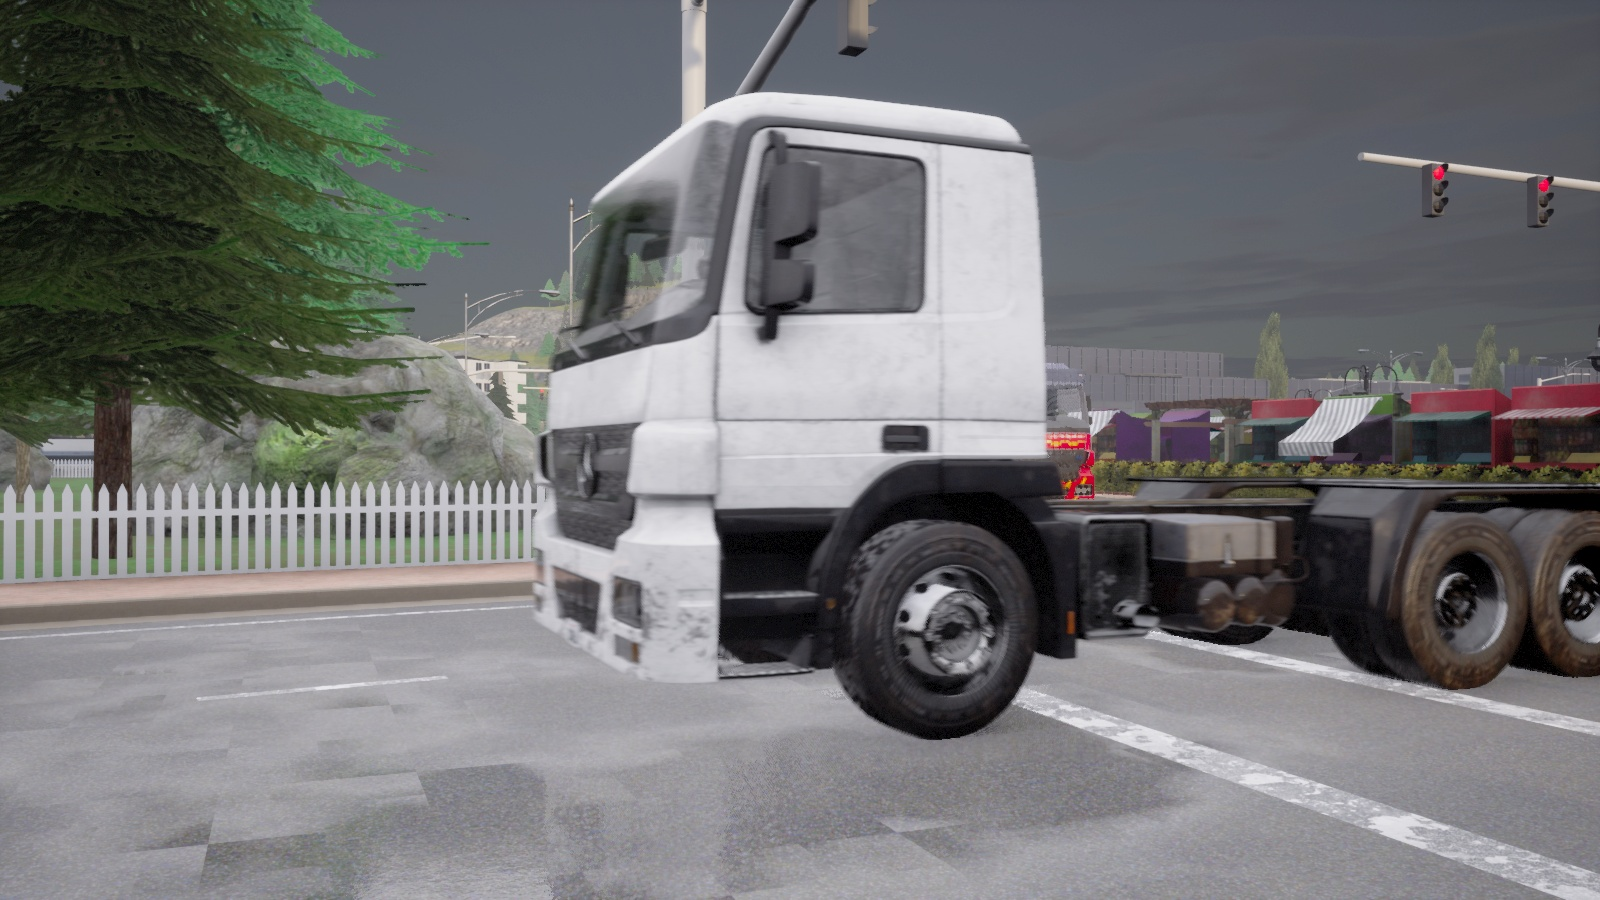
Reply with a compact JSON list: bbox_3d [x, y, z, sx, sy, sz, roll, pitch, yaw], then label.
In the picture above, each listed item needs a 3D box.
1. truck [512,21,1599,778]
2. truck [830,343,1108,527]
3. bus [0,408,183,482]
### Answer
[{"bbox_3d":[2.294,-0.208,8.647,7.936,3.462,2.891,0,0,-23],"label":"truck"},{"bbox_3d":[3.741,-0.298,30.549,2.891,3.827,8.468,0,0,-22],"label":"truck"},{"bbox_3d":[-42.870,-0.301,75.260,10.273,4.253,3.944,0,0,-21],"label":"bus"}]
